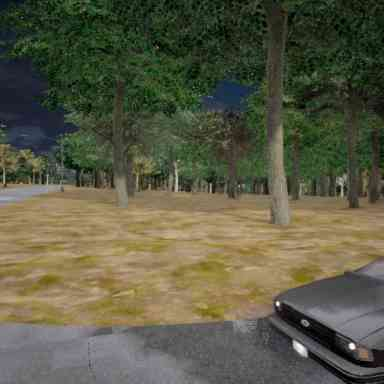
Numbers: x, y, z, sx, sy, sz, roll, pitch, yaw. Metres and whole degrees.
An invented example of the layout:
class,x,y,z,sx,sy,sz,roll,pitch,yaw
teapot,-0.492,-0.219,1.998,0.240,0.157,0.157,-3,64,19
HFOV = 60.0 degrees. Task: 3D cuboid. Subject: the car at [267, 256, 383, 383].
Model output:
class,x,y,z,sx,sy,sz,roll,pitch,yaw
car,3.877,1.551,4.940,5.357,1.411,2.033,0,0,-18
